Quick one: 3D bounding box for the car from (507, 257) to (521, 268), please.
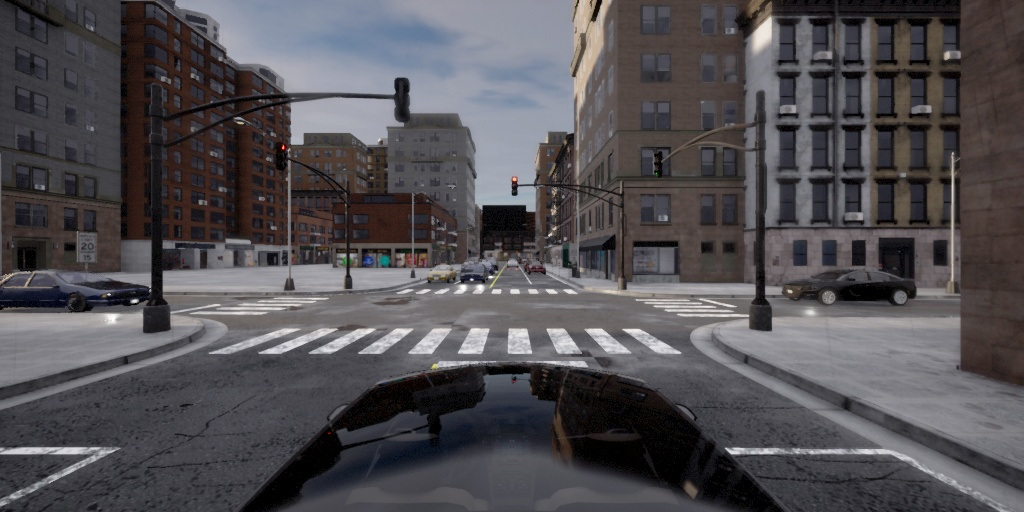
[{"bbox_3d":[0.112,1.279,61.904,1.812,1.442,4.674,0,0,0],"label":"car"}]

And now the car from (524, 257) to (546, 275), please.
[{"bbox_3d":[2.643,1.191,39.404,1.967,1.591,4.097,0,0,0],"label":"car"}]

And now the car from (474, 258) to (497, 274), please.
[{"bbox_3d":[-2.846,1.277,38.215,1.812,1.442,4.674,0,0,0],"label":"car"}]

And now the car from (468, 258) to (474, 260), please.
[{"bbox_3d":[-5.382,1.302,45.068,2.007,1.370,4.403,0,0,0],"label":"car"}]

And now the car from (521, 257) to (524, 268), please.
[{"bbox_3d":[2.644,1.066,45.066,2.192,1.841,5.009,0,0,0],"label":"car"}]

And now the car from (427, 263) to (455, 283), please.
[{"bbox_3d":[-5.384,1.276,27.912,1.751,1.417,4.829,0,0,0],"label":"car"}]

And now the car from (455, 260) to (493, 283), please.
[{"bbox_3d":[-2.845,1.298,28.165,2.033,1.411,5.357,0,0,0],"label":"car"}]

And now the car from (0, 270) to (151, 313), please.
[{"bbox_3d":[-16.215,1.223,12.884,5.357,1.411,2.033,0,0,0],"label":"car"}]

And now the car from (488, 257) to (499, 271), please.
[{"bbox_3d":[-2.827,1.230,48.704,1.882,1.535,5.008,0,0,0],"label":"car"}]

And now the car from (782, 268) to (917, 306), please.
[{"bbox_3d":[14.774,1.310,15.873,5.008,1.535,1.882,0,0,-1],"label":"car"}]
